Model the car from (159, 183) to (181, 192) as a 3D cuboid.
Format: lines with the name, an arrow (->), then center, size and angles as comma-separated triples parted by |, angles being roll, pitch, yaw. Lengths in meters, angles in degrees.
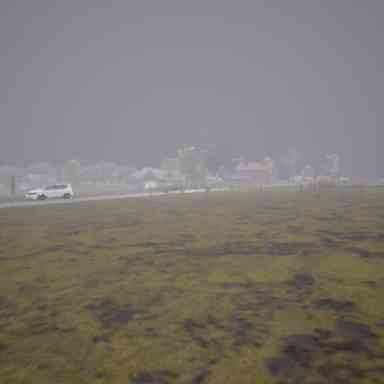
car -> -3.851, -0.765, 59.353 | 1.837, 1.490, 4.892 | 1, 3, 37

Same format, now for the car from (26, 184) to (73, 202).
car -> -17.416, 0.039, 40.984 | 2.150, 2.045, 5.566 | 1, 3, 37
